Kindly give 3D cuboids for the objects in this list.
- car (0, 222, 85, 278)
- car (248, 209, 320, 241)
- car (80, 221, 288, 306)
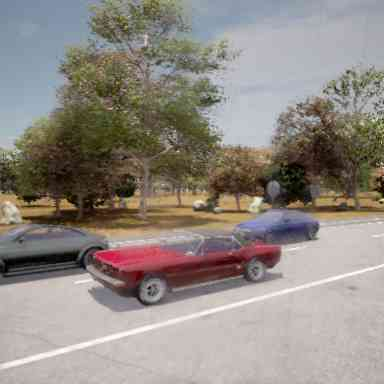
[{"bbox_3d":[-4.430,1.565,9.310,4.181,1.385,1.994,0,0,-35],"label":"car"},{"bbox_3d":[4.016,1.534,15.328,4.674,1.442,1.812,0,0,-35],"label":"car"},{"bbox_3d":[-0.028,1.604,8.155,4.718,1.301,1.895,0,0,-35],"label":"car"}]
